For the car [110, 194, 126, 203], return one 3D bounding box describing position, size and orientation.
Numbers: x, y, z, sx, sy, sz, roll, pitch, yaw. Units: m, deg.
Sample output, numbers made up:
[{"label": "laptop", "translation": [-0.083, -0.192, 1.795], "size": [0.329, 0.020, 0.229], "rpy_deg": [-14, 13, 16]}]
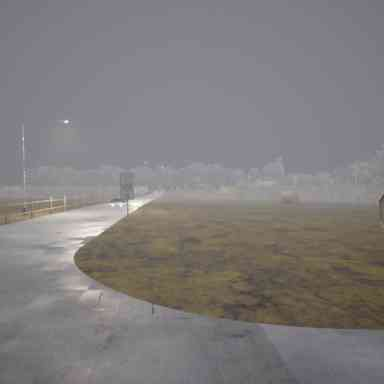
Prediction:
[{"label": "car", "translation": [-11.416, 1.003, 51.839], "size": [1.994, 1.385, 4.181], "rpy_deg": [-1, 0, -4]}]
